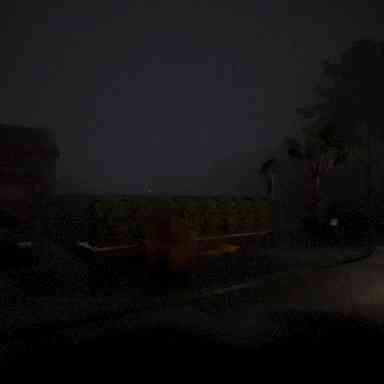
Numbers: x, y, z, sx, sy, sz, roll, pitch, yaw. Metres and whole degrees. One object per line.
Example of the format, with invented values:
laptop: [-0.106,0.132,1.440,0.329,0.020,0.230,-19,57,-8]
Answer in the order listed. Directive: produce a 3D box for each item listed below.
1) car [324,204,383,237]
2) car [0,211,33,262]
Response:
car: [9.132,1.477,18.483,1.882,1.535,5.008,0,0,-29]
car: [-6.477,1.356,10.777,2.033,1.415,5.357,0,0,-33]
